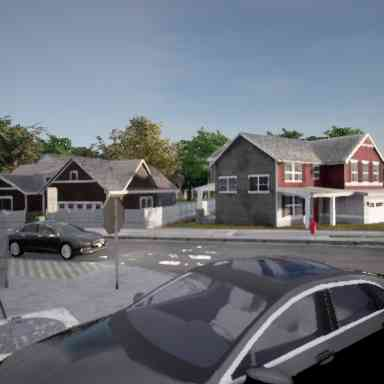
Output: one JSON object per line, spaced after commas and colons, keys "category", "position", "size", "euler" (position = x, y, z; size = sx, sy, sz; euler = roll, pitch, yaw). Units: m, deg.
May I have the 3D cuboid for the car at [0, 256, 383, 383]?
{"category": "car", "position": [0.549, 1.490, 3.251], "size": [4.902, 1.511, 2.128], "euler": [0, 0, -34]}

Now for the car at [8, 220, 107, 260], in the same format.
{"category": "car", "position": [-6.101, 2.044, 14.800], "size": [4.892, 1.490, 1.837], "euler": [-2, 0, 22]}
